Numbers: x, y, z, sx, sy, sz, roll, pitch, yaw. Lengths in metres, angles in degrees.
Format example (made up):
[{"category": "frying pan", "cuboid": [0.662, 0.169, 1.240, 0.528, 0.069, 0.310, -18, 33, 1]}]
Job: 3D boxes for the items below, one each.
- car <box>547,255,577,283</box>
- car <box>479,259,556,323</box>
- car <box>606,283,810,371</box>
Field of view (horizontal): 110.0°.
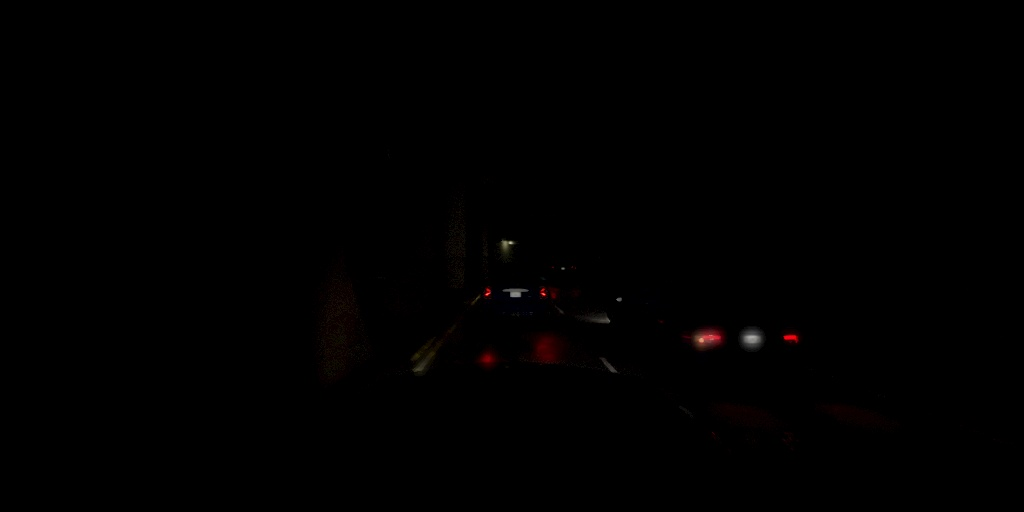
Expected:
[{"category": "car", "cuboid": [3.603, 0.974, 28.002, 2.150, 2.045, 5.566, 0, 0, 0]}, {"category": "car", "cuboid": [0.101, 1.103, 12.188, 2.097, 1.767, 4.553, 0, 0, 0]}, {"category": "car", "cuboid": [3.601, 1.298, 7.886, 2.033, 1.411, 5.357, 0, 0, 0]}]
